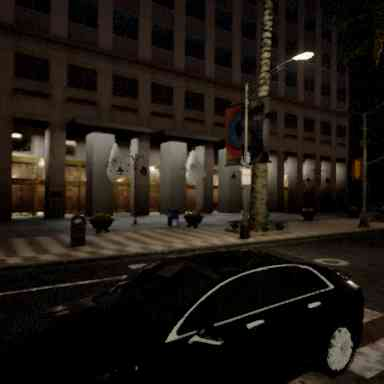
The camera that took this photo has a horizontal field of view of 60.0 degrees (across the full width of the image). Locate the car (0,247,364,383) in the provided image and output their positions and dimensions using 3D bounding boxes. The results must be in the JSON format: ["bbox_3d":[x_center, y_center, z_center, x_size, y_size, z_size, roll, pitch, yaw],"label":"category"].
[{"bbox_3d":[0.187,1.532,4.080,4.892,1.490,1.837,1,0,-35],"label":"car"}]
